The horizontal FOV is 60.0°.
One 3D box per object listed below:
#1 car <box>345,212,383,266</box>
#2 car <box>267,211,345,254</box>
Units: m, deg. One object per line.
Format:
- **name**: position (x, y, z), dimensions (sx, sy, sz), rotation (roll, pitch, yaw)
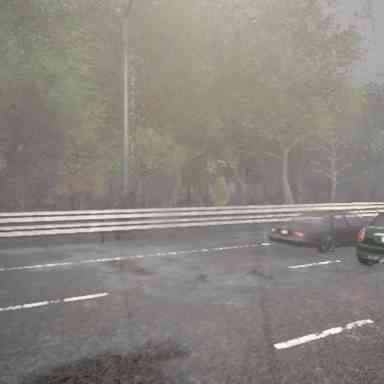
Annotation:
- **car**: position (7.021, 1.281, 9.752), dimensions (4.553, 1.767, 2.097), rotation (0, 1, -28)
- **car**: position (5.472, 1.446, 12.894), dimensions (5.357, 1.411, 2.033), rotation (0, 1, -28)
